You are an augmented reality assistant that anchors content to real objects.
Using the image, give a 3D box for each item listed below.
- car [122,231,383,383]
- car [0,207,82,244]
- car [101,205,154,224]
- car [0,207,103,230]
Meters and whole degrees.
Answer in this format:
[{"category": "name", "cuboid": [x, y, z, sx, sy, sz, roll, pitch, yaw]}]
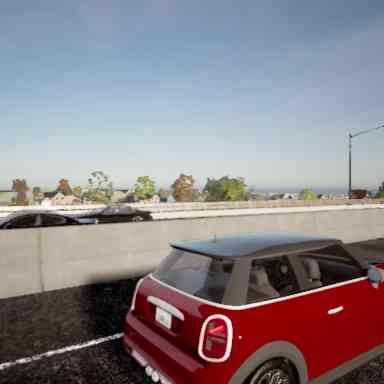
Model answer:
[{"category": "car", "cuboid": [1.430, 1.352, 4.749, 4.553, 1.767, 2.097, 0, 0, -35]}, {"category": "car", "cuboid": [-7.800, 1.522, 15.610, 4.674, 1.442, 1.812, 0, 0, -35]}, {"category": "car", "cuboid": [-5.180, 1.545, 21.755, 5.357, 1.411, 2.033, 0, 0, -35]}, {"category": "car", "cuboid": [-6.195, 1.475, 12.457, 5.008, 1.535, 1.882, 0, 0, -35]}]
